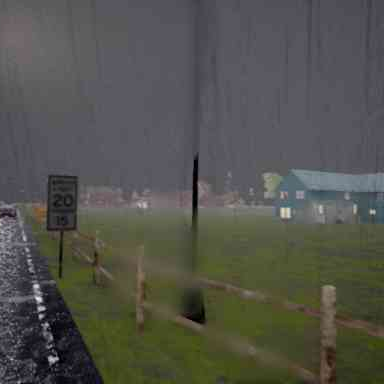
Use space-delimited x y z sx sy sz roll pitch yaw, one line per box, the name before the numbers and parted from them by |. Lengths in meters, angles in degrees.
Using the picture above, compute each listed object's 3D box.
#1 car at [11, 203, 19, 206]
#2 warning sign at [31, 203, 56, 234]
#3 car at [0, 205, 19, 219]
car | -26.415 2.629 47.962 1.882 1.535 5.008 2 -2 -28
warning sign | -9.375 1.645 20.980 1.300 1.860 1.060 2 -2 -28
car | -21.775 2.530 39.236 1.895 1.301 4.718 2 -2 -28
